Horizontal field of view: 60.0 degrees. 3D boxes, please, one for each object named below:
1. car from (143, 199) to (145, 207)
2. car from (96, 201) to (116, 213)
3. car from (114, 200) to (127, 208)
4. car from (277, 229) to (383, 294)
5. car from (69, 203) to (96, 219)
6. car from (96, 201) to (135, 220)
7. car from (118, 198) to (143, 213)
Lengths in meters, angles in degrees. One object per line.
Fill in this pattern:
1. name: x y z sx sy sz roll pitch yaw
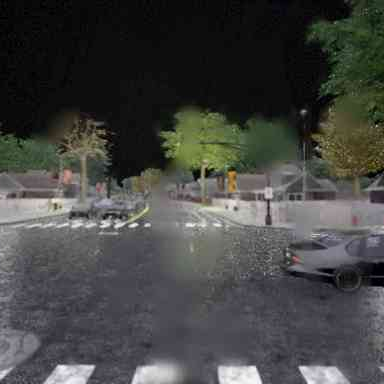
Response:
1. car: -10.180 1.978 64.778 2.097 1.767 4.553 0 0 -7
2. car: -11.439 1.970 44.481 1.812 1.442 4.674 0 -1 -4
3. car: -12.981 2.189 60.591 1.895 1.301 4.718 0 -1 -7
4. car: 4.990 1.684 8.496 5.357 1.411 2.033 0 -1 3
5. car: -10.654 1.814 33.037 1.882 1.535 5.008 0 -1 -3
6. car: -7.343 1.882 32.614 2.033 1.411 5.357 0 -1 0
7. car: -8.161 1.932 44.224 2.128 1.511 4.902 0 0 -5
